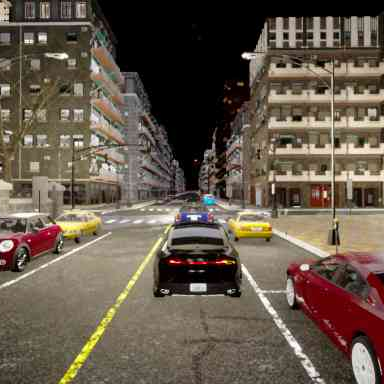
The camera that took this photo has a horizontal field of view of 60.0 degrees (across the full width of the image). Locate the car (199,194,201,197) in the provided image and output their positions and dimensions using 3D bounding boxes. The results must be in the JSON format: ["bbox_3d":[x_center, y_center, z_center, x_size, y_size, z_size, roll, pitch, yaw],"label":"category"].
[{"bbox_3d":[2.755,1.519,59.806,1.887,1.381,4.507,1,0,0],"label":"car"}]

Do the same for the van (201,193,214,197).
[{"bbox_3d":[2.753,1.321,54.134,1.690,1.788,3.998,1,0,0],"label":"van"}]

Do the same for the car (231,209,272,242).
[{"bbox_3d":[2.715,1.527,16.311,1.752,1.417,4.829,1,0,0],"label":"car"}]

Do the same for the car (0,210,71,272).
[{"bbox_3d":[-5.670,1.442,10.552,1.967,1.590,4.097,1,0,0],"label":"car"}]

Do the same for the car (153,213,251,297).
[{"bbox_3d":[0.111,1.507,8.531,1.837,1.490,4.892,0,0,0],"label":"car"}]

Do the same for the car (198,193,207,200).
[{"bbox_3d":[2.785,1.249,88.160,2.192,1.841,5.009,1,0,0],"label":"car"}]

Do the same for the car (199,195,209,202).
[{"bbox_3d":[2.771,1.503,76.818,2.008,1.369,4.403,1,0,0],"label":"car"}]

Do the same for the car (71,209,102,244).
[{"bbox_3d":[-5.666,1.527,15.996,1.752,1.417,4.829,1,0,0],"label":"car"}]

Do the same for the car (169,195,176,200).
[{"bbox_3d":[-5.599,1.516,88.225,1.802,1.307,4.206,1,0,0],"label":"car"}]

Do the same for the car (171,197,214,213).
[{"bbox_3d":[0.137,1.354,18.791,2.097,1.767,4.553,0,0,1],"label":"car"}]

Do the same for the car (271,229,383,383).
[{"bbox_3d":[2.704,1.546,4.908,1.887,1.381,4.507,1,0,0],"label":"car"}]

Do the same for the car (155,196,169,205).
[{"bbox_3d":[-5.625,1.556,59.870,1.802,1.307,4.206,1,0,0],"label":"car"}]
